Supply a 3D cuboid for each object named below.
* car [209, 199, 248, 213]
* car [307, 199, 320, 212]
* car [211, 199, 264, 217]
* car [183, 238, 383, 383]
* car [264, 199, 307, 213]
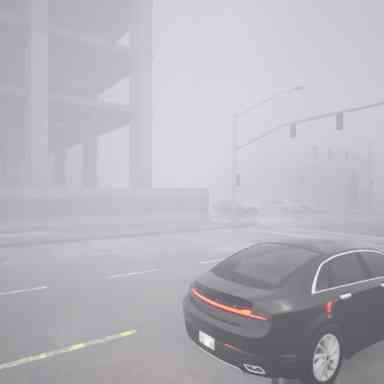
[{"bbox_3d":[4.055,1.526,37.886,1.812,1.442,4.674,0,0,-36],"label":"car"},{"bbox_3d":[12.448,1.525,38.570,1.812,1.442,4.674,0,0,-36],"label":"car"},{"bbox_3d":[4.190,1.601,31.732,1.895,1.301,4.718,0,0,-36],"label":"car"},{"bbox_3d":[2.160,1.505,5.329,4.892,1.490,1.837,0,0,-35],"label":"car"},{"bbox_3d":[9.697,1.525,36.380,1.812,1.442,4.674,0,0,-36],"label":"car"}]
